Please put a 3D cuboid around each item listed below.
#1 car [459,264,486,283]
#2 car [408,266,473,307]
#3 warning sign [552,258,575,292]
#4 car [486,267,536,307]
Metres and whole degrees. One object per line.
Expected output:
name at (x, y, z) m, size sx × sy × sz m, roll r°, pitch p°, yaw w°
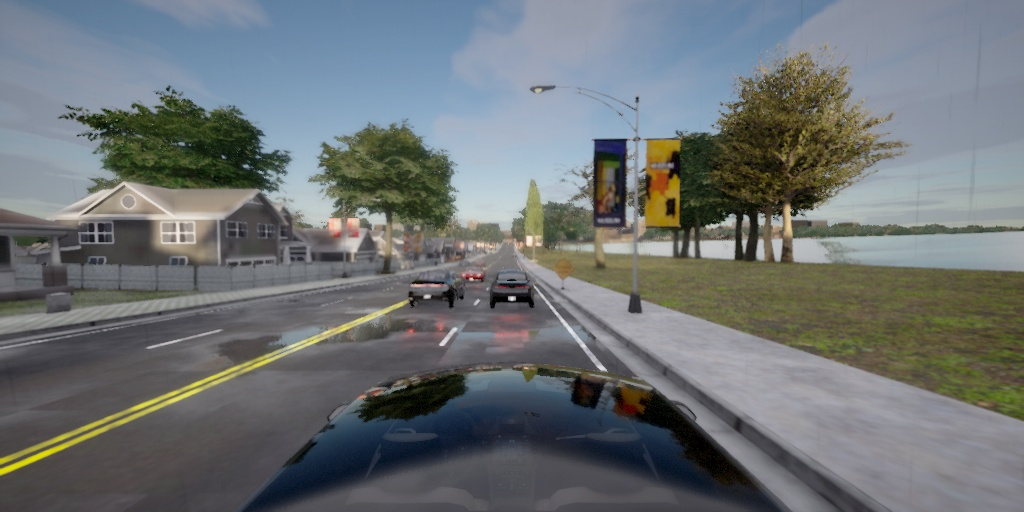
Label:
car at (-3.238, 1.588, 30.960) m, size 1.895 × 1.301 × 4.718 m, roll 0°, pitch 0°, yaw 0°
car at (-3.241, 1.367, 16.153) m, size 2.128 × 1.511 × 4.902 m, roll 0°, pitch 0°, yaw 0°
warning sign at (2.856, 1.023, 20.210) m, size 1.300 × 1.860 × 1.060 m, roll 0°, pitch 0°, yaw 0°
car at (0.009, 1.383, 16.150) m, size 1.837 × 1.490 × 4.892 m, roll 0°, pitch 0°, yaw 0°
